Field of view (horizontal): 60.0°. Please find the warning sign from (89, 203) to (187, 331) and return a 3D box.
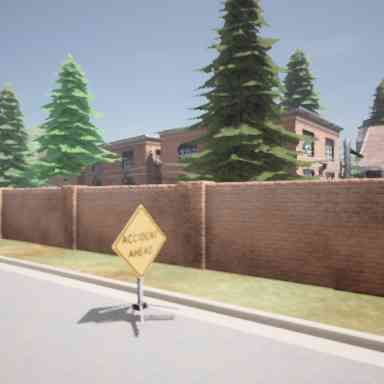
[{"bbox_3d":[-0.914,1.153,5.810,1.060,1.860,1.300,-1,0,35],"label":"warning sign"}]
